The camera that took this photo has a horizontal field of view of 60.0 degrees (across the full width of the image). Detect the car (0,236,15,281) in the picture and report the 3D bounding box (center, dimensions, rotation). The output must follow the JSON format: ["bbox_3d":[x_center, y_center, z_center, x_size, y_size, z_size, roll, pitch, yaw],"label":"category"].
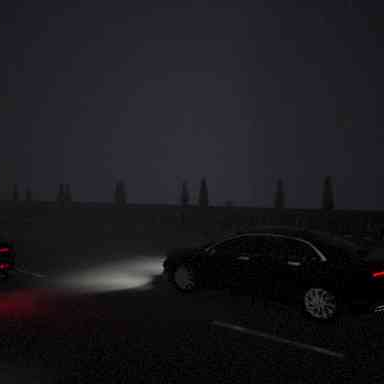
[{"bbox_3d":[-6.454,1.503,8.594,4.892,1.490,1.837,0,0,35],"label":"car"}]

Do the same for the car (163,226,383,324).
[{"bbox_3d":[1.555,1.505,7.181,4.892,1.490,1.837,0,0,35],"label":"car"}]
